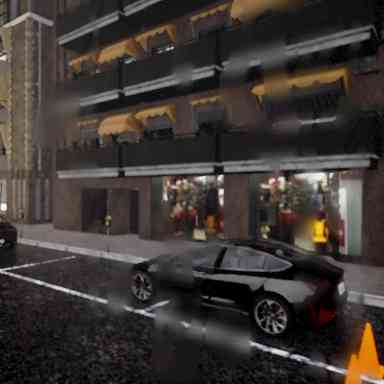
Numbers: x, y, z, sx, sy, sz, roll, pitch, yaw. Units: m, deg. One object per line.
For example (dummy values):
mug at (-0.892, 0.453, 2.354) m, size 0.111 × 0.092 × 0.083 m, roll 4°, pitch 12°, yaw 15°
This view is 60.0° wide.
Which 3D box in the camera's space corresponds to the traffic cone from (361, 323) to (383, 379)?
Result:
traffic cone at (2.230, 1.959, 4.216) m, size 0.340 × 0.580 × 0.340 m, roll 0°, pitch 0°, yaw 35°

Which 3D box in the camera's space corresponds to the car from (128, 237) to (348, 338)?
car at (0.680, 1.563, 6.500) m, size 4.313 × 1.339 × 1.947 m, roll 0°, pitch 0°, yaw 35°

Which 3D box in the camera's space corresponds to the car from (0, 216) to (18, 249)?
car at (-8.537, 1.515, 13.033) m, size 4.403 × 1.369 × 2.008 m, roll 0°, pitch 0°, yaw 35°

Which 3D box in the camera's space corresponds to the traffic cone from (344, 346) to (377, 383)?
traffic cone at (1.652, 1.958, 3.401) m, size 0.340 × 0.580 × 0.340 m, roll 0°, pitch 0°, yaw 35°
